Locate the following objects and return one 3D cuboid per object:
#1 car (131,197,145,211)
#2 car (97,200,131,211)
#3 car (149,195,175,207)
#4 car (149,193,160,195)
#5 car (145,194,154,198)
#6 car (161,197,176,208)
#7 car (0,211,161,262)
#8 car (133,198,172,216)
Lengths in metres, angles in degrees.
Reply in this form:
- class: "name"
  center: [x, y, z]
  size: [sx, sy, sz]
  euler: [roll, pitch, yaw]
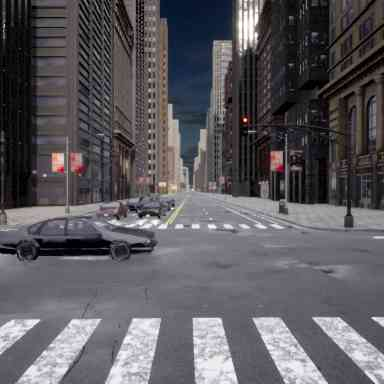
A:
- class: "car"
  center: [-6.677, 1.580, 37.132]
  size: [1.895, 1.301, 4.718]
  euler: [0, 0, 0]
- class: "car"
  center: [-6.656, 1.512, 28.024]
  size: [1.812, 1.442, 4.674]
  euler: [0, 0, 0]
- class: "car"
  center: [-3.428, 1.469, 39.200]
  size: [2.128, 1.511, 4.902]
  euler: [0, 0, 0]
- class: "car"
  center: [-6.683, 1.175, 57.821]
  size: [2.150, 2.045, 5.566]
  euler: [0, 0, 1]
- class: "car"
  center: [-6.698, 1.474, 47.372]
  size: [1.837, 1.490, 4.892]
  euler: [0, 0, 0]
- class: "car"
  center: [-3.457, 1.514, 49.751]
  size: [2.033, 1.411, 5.357]
  euler: [0, 0, 0]
- class: "car"
  center: [-3.937, 1.538, 11.469]
  size: [5.357, 1.411, 2.033]
  euler: [0, 0, 0]
- class: "car"
  center: [-3.385, 1.533, 29.460]
  size: [2.033, 1.411, 5.357]
  euler: [0, 0, 4]
